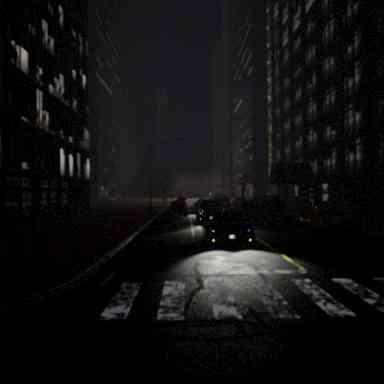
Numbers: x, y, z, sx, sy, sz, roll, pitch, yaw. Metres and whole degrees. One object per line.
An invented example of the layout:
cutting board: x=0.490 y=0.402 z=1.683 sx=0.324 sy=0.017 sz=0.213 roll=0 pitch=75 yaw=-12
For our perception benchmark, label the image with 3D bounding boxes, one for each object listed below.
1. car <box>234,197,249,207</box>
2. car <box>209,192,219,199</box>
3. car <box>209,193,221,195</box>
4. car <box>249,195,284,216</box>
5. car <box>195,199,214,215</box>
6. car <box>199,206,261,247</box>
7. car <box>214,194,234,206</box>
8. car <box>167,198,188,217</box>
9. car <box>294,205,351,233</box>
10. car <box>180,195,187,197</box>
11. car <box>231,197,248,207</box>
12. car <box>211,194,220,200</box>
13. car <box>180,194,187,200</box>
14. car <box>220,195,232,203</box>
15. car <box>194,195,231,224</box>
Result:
car: x=6.883 y=1.398 z=42.135 sx=1.887 sy=1.381 sz=4.507 roll=0 pitch=0 yaw=-1
car: x=6.069 y=1.034 z=92.901 sx=2.192 sy=1.841 sz=5.009 roll=0 pitch=0 yaw=-1
car: x=4.068 y=1.399 z=55.735 sx=2.033 sy=1.411 sz=5.357 roll=-1 pitch=0 yaw=-1
car: x=7.062 y=1.195 z=30.854 sx=2.192 sy=1.841 sz=5.009 roll=0 pitch=0 yaw=-1
car: x=1.206 y=1.471 z=34.696 sx=1.812 sy=1.442 sz=4.674 roll=-1 pitch=0 yaw=0
car: x=1.521 y=1.553 z=14.887 sx=1.994 sy=1.385 sz=4.181 roll=-1 pitch=0 yaw=-1
car: x=4.236 y=1.426 z=45.088 sx=2.033 sy=1.411 sz=5.357 roll=-1 pitch=0 yaw=-1
car: x=-1.314 y=1.553 z=30.678 sx=1.947 sy=1.339 sz=4.313 roll=0 pitch=0 yaw=-1
car: x=7.217 y=1.432 z=18.906 sx=1.752 sy=1.417 sz=4.829 roll=0 pitch=0 yaw=-1
car: x=-1.586 y=1.529 z=47.604 sx=1.802 sy=1.307 sz=4.206 roll=0 pitch=0 yaw=-1
car: x=6.792 y=1.421 z=47.776 sx=1.802 sy=1.307 sz=4.206 roll=0 pitch=0 yaw=-1
car: x=6.160 y=1.285 z=87.261 sx=2.008 sy=1.369 sz=4.403 roll=0 pitch=0 yaw=-1
car: x=-2.218 y=1.282 z=87.098 sx=1.967 sy=1.590 sz=4.097 roll=0 pitch=0 yaw=-1
car: x=6.521 y=1.340 z=64.698 sx=1.887 sy=1.381 sz=4.507 roll=0 pitch=0 yaw=-1
car: x=1.366 y=1.321 z=24.449 sx=2.097 sy=1.767 sz=4.553 roll=-1 pitch=0 yaw=-1
